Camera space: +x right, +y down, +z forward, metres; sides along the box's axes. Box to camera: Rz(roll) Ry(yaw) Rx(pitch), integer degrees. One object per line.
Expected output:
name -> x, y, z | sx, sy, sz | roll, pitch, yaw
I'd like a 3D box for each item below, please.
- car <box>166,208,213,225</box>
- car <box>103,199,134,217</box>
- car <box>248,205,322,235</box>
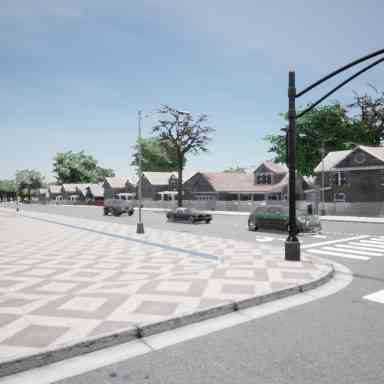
car -> -0.273, 2.039, 28.801 | 1.895, 1.301, 4.718 | 0, -1, -36
car -> -9.173, 1.953, 41.139 | 2.150, 2.045, 5.566 | 0, -1, -36
car -> 5.654, 1.596, 20.660 | 2.097, 1.767, 4.553 | 0, -1, -37
